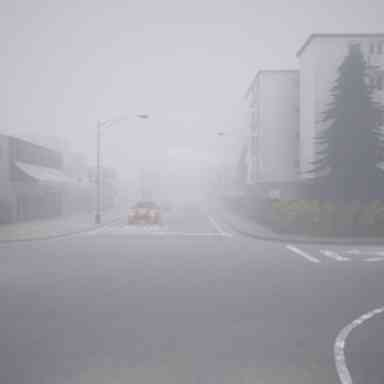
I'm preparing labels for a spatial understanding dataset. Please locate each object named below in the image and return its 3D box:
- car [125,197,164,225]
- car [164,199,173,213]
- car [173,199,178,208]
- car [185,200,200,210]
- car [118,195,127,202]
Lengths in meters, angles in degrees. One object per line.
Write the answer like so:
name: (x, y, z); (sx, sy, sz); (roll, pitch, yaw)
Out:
car: (-3.588, 1.519, 25.635); (2.097, 1.767, 4.553); (0, -1, -1)
car: (-3.632, 1.786, 40.664); (1.812, 1.442, 4.674); (0, 0, 0)
car: (-3.552, 1.928, 57.019); (1.812, 1.442, 4.674); (0, 0, 0)
car: (0.056, 1.838, 48.774); (1.812, 1.442, 4.674); (0, 0, 0)
car: (-19.007, 2.073, 91.143); (2.007, 1.523, 4.514); (0, 0, 0)
